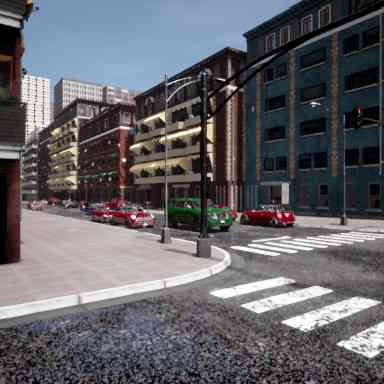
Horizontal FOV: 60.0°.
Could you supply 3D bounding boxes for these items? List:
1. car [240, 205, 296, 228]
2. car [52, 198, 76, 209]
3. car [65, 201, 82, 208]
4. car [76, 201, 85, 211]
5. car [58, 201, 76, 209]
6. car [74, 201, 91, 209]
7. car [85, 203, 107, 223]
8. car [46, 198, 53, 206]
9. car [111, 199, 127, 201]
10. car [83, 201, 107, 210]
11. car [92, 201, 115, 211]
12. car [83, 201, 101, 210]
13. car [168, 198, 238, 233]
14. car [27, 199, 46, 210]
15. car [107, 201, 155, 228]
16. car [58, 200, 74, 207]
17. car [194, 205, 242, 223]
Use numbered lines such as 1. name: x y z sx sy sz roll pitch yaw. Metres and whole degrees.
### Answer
1. car: 5.333 1.639 24.072 1.967 1.590 4.097 -1 0 -35
2. car: -19.008 1.788 49.732 1.994 1.385 4.181 0 -1 -35
3. car: -23.206 2.377 65.048 1.947 1.339 4.313 -1 0 -35
4. car: -15.217 2.119 49.275 1.812 1.442 4.674 0 -1 -35
5. car: -22.348 2.347 59.512 1.895 1.301 4.718 0 -1 -35
6. car: -20.036 2.326 60.495 1.802 1.307 4.206 -1 0 -35
7. car: -7.468 1.904 28.653 1.802 1.307 4.206 -1 0 -35
8. car: -32.722 2.328 78.710 2.192 1.841 5.009 -1 0 -35
9. car: -10.528 1.855 46.835 2.192 1.841 5.009 -1 0 -35
10. car: -10.142 2.028 36.833 1.895 1.301 4.718 0 -1 -35
11. car: -13.695 2.159 51.387 2.008 1.369 4.403 -1 0 -35
12. car: -16.865 2.258 55.941 1.802 1.307 4.206 -1 0 -35
13. car: 0.294 1.425 21.874 2.150 2.045 5.566 0 -1 -33
14. car: -26.493 2.171 55.975 1.967 1.590 4.097 -1 0 -35
15. car: -4.299 1.694 24.099 1.967 1.590 4.097 -1 0 -35
16. car: -26.377 2.429 69.602 2.008 1.369 4.403 -1 0 -35
17. car: 2.161 1.849 28.623 1.802 1.307 4.206 -1 0 -35
